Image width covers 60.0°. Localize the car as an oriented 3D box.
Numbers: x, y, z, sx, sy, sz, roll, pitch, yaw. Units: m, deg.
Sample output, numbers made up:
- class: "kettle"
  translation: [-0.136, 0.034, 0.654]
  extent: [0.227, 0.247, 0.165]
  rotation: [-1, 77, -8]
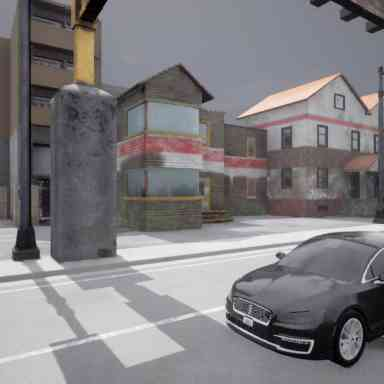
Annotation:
- class: "car"
  translation: [2.796, 1.505, 5.830]
  extent: [4.892, 1.490, 1.837]
  rotation: [0, 0, -33]
